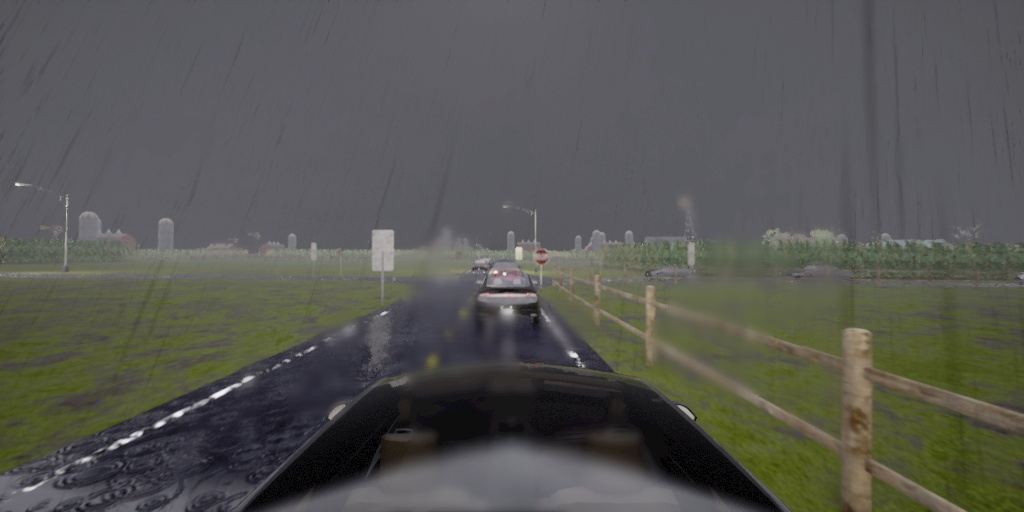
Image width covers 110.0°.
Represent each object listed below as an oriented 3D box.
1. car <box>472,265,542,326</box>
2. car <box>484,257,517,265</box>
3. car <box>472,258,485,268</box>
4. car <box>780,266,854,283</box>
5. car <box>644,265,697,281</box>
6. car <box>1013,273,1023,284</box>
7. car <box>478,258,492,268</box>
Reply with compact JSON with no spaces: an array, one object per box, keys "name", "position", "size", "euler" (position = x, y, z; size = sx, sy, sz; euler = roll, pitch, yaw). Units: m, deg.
[{"name":"car","position":[-0.151,1.217,11.566],"size":[2.128,1.511,4.902],"euler":[0,0,-2]},{"name":"car","position":[-0.450,1.027,23.050],"size":[2.097,1.767,4.553],"euler":[1,1,-1]},{"name":"car","position":[-4.003,1.164,45.514],"size":[2.033,1.411,5.357],"euler":[0,0,-2]},{"name":"car","position":[26.835,1.585,31.573],"size":[5.357,1.411,2.033],"euler":[1,-1,-1]},{"name":"car","position":[13.807,1.442,31.270],"size":[4.181,1.385,1.994],"euler":[1,-1,-2]},{"name":"car","position":[47.922,1.799,31.967],"size":[4.902,1.511,2.128],"euler":[1,-1,-1]},{"name":"car","position":[-4.296,1.050,57.394],"size":[1.882,1.535,5.008],"euler":[0,0,-1]}]
